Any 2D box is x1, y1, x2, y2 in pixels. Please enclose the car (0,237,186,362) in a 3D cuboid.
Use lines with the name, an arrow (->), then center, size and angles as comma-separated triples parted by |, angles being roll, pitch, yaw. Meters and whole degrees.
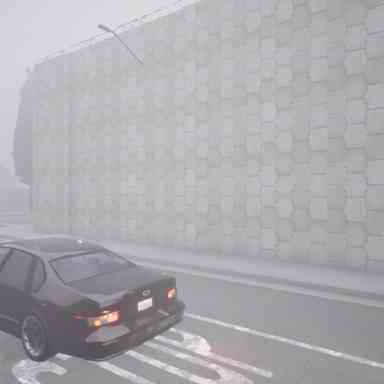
car -> -2.676, 1.547, 5.890 | 5.357, 1.411, 2.033 | 0, 0, 35
